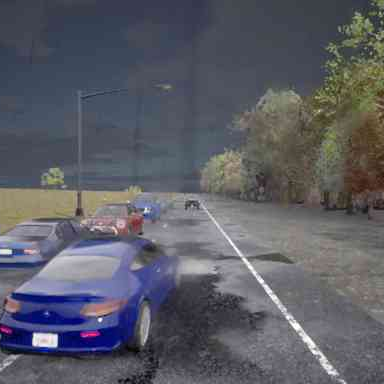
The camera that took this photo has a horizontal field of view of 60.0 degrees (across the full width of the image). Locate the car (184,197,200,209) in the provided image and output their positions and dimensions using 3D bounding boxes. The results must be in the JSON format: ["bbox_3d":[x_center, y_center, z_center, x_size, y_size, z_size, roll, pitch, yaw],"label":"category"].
[{"bbox_3d":[0.024,1.500,44.326,1.837,1.490,4.892,0,0,0],"label":"car"}]

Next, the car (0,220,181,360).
[{"bbox_3d":[-1.402,1.526,6.109,1.812,1.442,4.674,0,0,7],"label":"car"}]

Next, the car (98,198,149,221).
[{"bbox_3d":[-3.646,1.354,15.706,2.097,1.767,4.553,0,0,3],"label":"car"}]

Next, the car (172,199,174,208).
[{"bbox_3d":[-3.630,1.347,45.250,2.097,1.767,4.553,0,0,0],"label":"car"}]

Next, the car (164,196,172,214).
[{"bbox_3d":[-3.622,1.351,35.244,2.097,1.767,4.553,0,0,0],"label":"car"}]

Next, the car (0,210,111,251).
[{"bbox_3d":[-4.547,1.549,10.880,2.033,1.411,5.357,0,0,3],"label":"car"}]

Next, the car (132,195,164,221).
[{"bbox_3d":[-3.625,1.223,25.239,2.150,2.045,5.566,0,0,-1],"label":"car"}]
